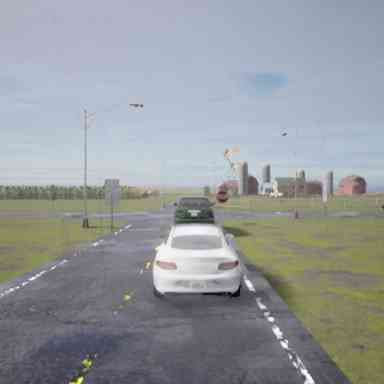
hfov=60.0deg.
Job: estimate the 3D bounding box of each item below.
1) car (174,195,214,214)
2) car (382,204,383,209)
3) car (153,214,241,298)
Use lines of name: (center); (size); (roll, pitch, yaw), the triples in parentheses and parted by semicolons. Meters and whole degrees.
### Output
car: (0.114, 1.208, 19.434); (2.150, 2.045, 5.566); (0, 0, 0)
car: (23.198, 1.162, 35.097); (5.566, 2.045, 2.150); (0, 1, -2)
car: (0.104, 1.518, 8.363); (1.812, 1.442, 4.674); (0, 0, 0)
